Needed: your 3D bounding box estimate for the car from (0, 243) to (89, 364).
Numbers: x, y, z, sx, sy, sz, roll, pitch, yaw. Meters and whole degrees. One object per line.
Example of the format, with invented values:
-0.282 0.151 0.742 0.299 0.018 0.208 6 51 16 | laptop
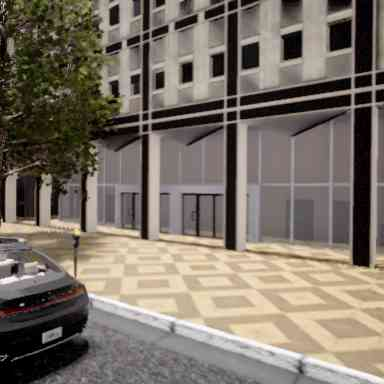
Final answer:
-3.498 1.507 5.356 4.403 1.369 2.008 1 1 35 | car
